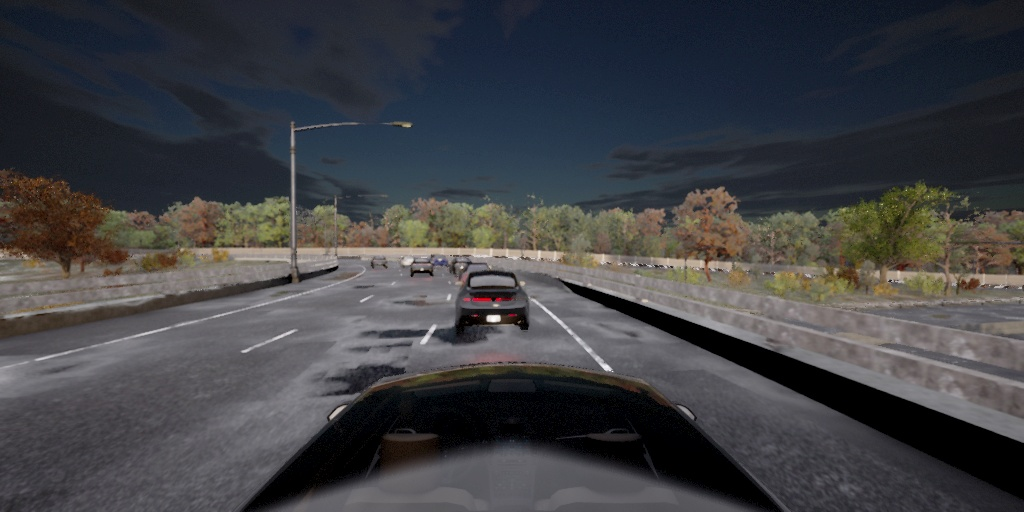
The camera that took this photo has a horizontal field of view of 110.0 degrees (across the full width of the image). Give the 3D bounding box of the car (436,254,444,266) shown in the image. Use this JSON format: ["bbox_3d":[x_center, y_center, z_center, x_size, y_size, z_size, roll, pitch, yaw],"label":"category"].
[{"bbox_3d":[-9.796,0.542,46.662,2.097,1.767,4.553,0,1,-23],"label":"car"}]

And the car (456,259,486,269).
[{"bbox_3d":[-2.096,1.067,21.264,1.994,1.385,4.181,0,1,-10],"label":"car"}]

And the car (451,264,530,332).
[{"bbox_3d":[-0.611,1.143,10.466,1.837,1.490,4.892,0,0,-5],"label":"car"}]

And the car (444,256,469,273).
[{"bbox_3d":[-4.673,0.854,32.626,2.128,1.511,4.902,0,1,-16],"label":"car"}]

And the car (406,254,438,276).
[{"bbox_3d":[-7.877,0.876,31.195,2.128,1.511,4.902,0,1,-15],"label":"car"}]

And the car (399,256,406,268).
[{"bbox_3d":[-13.330,0.730,46.030,1.812,1.442,4.674,0,1,-24],"label":"car"}]

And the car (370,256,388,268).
[{"bbox_3d":[-16.911,0.709,45.457,2.128,1.511,4.902,0,1,-24],"label":"car"}]
